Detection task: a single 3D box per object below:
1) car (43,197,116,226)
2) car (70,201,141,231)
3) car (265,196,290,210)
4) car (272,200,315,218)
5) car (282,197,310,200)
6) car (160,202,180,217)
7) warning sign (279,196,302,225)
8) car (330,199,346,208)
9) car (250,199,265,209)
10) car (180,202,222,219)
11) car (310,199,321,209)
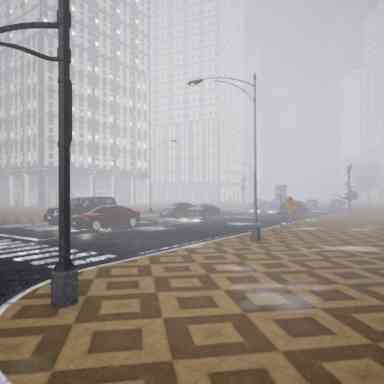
[{"bbox_3d":[-7.805,1.357,24.119,2.150,2.045,5.566,0,-1,34],"label":"car"},{"bbox_3d":[-5.531,1.595,21.687,1.882,1.535,5.008,0,-1,34],"label":"car"},{"bbox_3d":[13.216,1.552,49.367,2.150,2.045,5.566,0,-1,33],"label":"car"},{"bbox_3d":[9.983,1.750,32.489,2.033,1.411,5.357,0,-1,34],"label":"car"},{"bbox_3d":[13.892,1.816,44.316,1.812,1.442,4.674,0,0,34],"label":"car"},{"bbox_3d":[-1.299,1.736,33.625,1.812,1.442,4.674,0,0,34],"label":"car"},{"bbox_3d":[6.811,1.247,22.975,1.300,1.860,1.060,0,0,34],"label":"warning sign"},{"bbox_3d":[23.771,1.829,54.018,1.882,1.535,5.008,0,-1,31],"label":"car"},{"bbox_3d":[10.453,1.832,51.079,2.128,1.511,4.902,0,-1,33],"label":"car"},{"bbox_3d":[1.099,1.757,31.374,1.994,1.385,4.181,0,0,34],"label":"car"},{"bbox_3d":[19.158,1.851,52.751,1.837,1.490,4.892,0,0,31],"label":"car"}]
